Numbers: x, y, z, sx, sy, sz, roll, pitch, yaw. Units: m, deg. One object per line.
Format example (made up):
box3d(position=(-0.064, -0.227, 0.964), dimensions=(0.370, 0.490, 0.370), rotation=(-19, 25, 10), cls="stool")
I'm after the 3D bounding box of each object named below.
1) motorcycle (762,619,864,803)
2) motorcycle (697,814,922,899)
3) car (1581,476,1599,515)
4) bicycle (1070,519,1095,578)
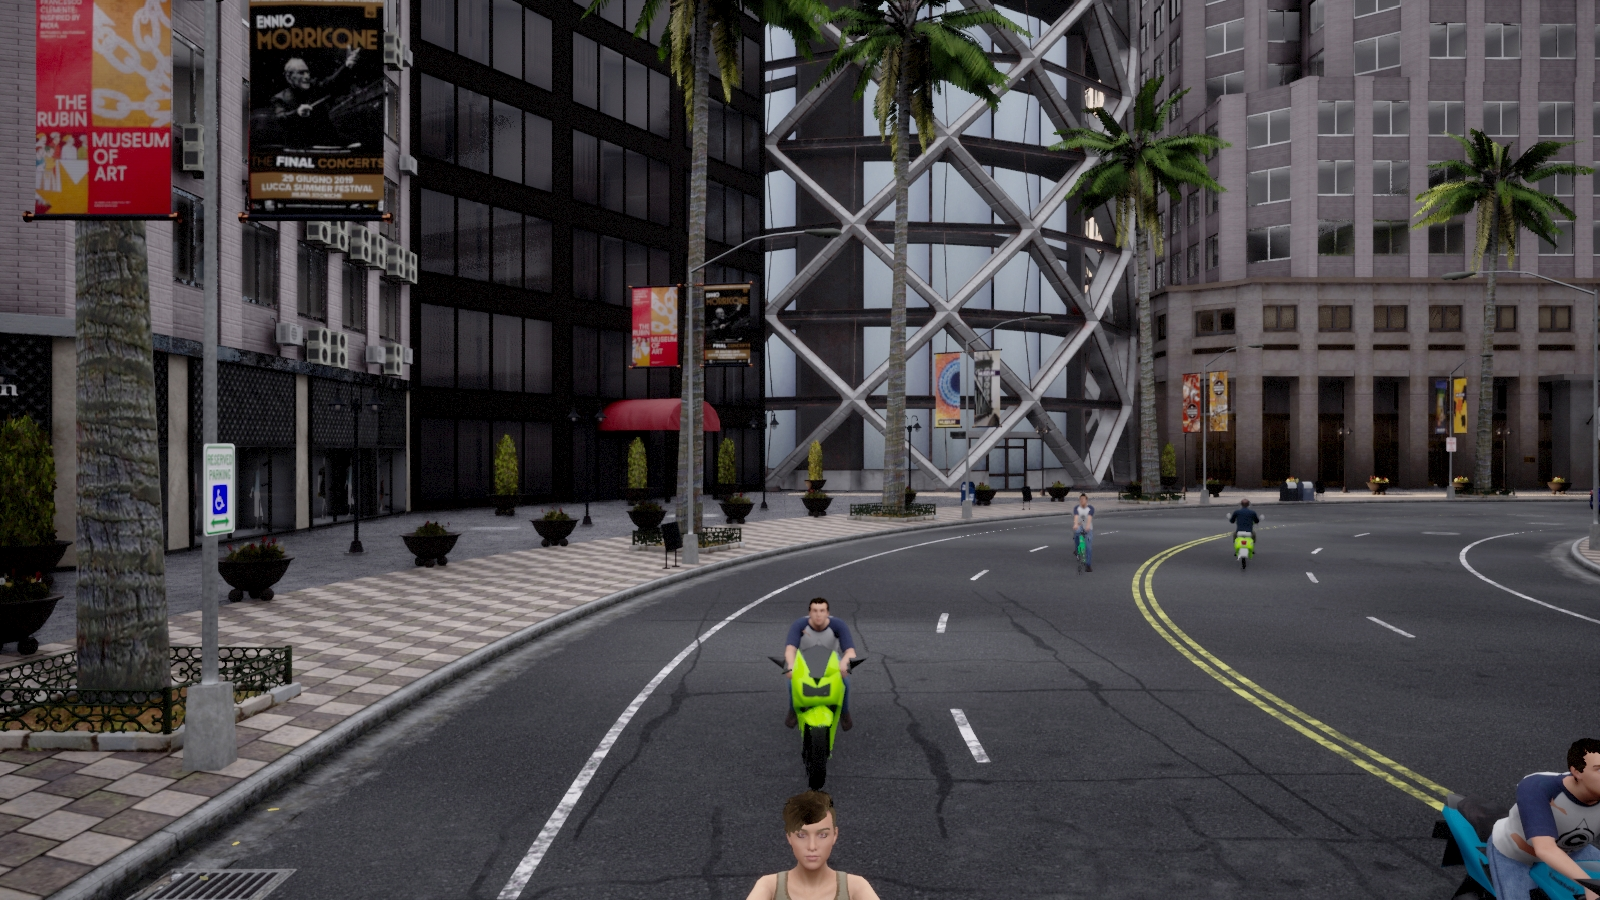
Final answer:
box3d(position=(0.144, 2.213, 10.043), dimensions=(0.803, 1.145, 2.033), rotation=(0, 0, 2), cls="motorcycle")
box3d(position=(0.030, 2.170, 3.616), dimensions=(0.764, 1.277, 2.356), rotation=(0, 0, 1), cls="motorcycle")
box3d(position=(36.842, 1.968, 49.589), dimensions=(4.611, 1.667, 2.242), rotation=(0, 0, -11), cls="car")
box3d(position=(6.395, 2.206, 25.839), dimensions=(0.373, 1.196, 1.643), rotation=(0, 0, 20), cls="bicycle")
